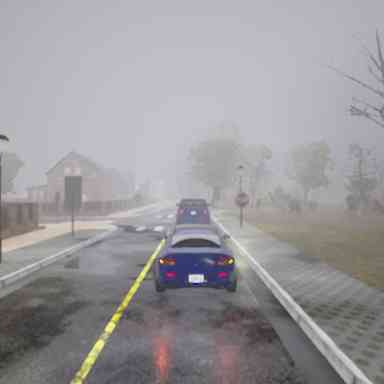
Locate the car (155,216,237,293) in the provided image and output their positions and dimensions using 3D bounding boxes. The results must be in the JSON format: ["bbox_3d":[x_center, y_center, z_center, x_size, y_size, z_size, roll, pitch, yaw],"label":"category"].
[{"bbox_3d":[0.091,1.583,8.927,1.812,1.442,4.674,0,-1,0],"label":"car"}]

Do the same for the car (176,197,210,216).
[{"bbox_3d":[0.090,1.377,22.770,2.150,2.045,5.566,0,0,0],"label":"car"}]
